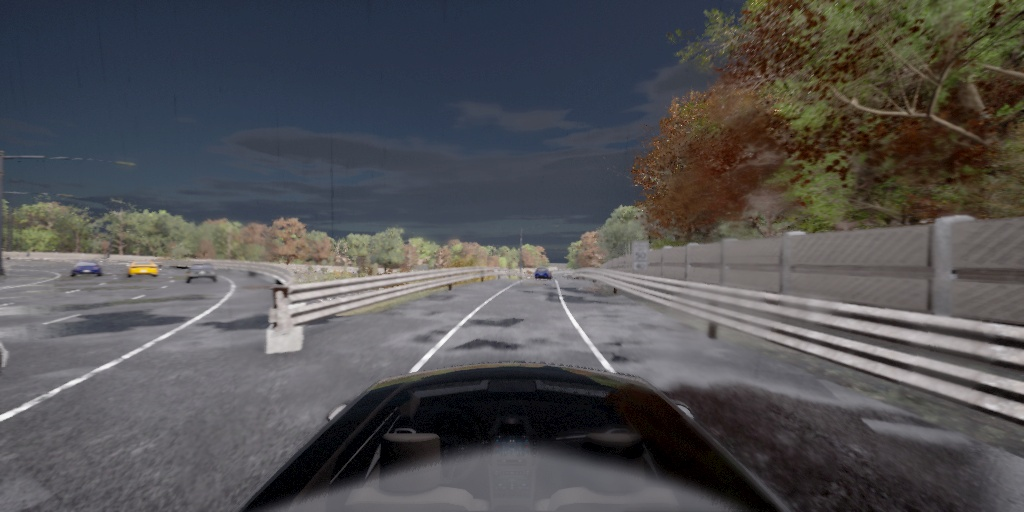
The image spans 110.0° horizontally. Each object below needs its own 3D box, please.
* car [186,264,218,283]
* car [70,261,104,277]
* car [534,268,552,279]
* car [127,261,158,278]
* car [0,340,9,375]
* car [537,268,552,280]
[{"bbox_3d":[-24.704,1.325,28.613,2.033,1.411,5.357,1,-1,-42],"label":"car"},{"bbox_3d":[-40.595,1.215,34.290,4.674,1.442,1.812,0,-1,41],"label":"car"},{"bbox_3d":[4.069,2.363,48.666,1.882,1.535,5.008,0,-3,7],"label":"car"},{"bbox_3d":[-35.384,1.213,34.355,5.008,1.535,1.882,0,-1,43],"label":"car"},{"bbox_3d":[-7.732,1.223,3.404,1.812,1.442,4.674,1,-1,-26],"label":"car"},{"bbox_3d":[5.396,2.955,58.933,2.097,1.767,4.553,0,-4,8],"label":"car"}]
